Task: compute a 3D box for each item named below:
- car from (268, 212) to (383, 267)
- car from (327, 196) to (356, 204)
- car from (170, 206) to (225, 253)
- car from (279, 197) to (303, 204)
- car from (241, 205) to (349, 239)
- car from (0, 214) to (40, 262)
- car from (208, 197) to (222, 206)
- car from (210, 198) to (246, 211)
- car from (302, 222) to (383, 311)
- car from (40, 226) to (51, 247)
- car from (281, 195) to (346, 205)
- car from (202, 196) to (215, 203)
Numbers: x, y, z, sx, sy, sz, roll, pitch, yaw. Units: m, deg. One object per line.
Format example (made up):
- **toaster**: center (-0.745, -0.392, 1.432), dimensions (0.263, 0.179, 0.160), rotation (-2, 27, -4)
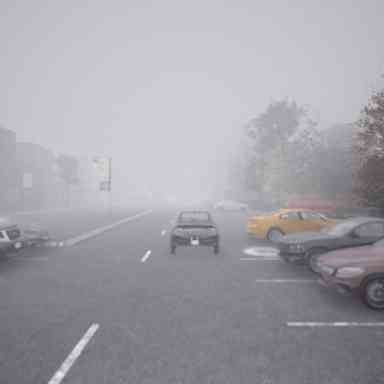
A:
- **car**: center (5.092, 1.501, 9.939), dimensions (5.008, 1.535, 2.097), rotation (0, 0, 0)
- **car**: center (29.863, 1.600, 66.520), dimensions (4.902, 1.511, 2.128), rotation (-1, -3, -1)
- **car**: center (0.106, 1.534, 13.852), dimensions (2.128, 1.511, 4.902), rotation (0, 0, 0)
- **car**: center (19.801, 1.754, 66.408), dimensions (4.181, 1.385, 1.994), rotation (-1, -3, -1)
- **car**: center (5.085, 1.531, 15.507), dimensions (5.008, 1.535, 2.097), rotation (0, 0, 0)
- **car**: center (-7.964, 1.249, 9.953), dimensions (5.566, 2.045, 2.435), rotation (0, 0, 0)
- **car**: center (5.122, 1.813, 47.140), dimensions (5.008, 1.535, 2.097), rotation (0, -1, 0)
- **car**: center (5.112, 1.825, 43.991), dimensions (4.674, 1.452, 2.002), rotation (0, -1, 0)
- **car**: center (5.088, 1.532, 7.152), dimensions (4.674, 1.452, 2.002), rotation (0, 0, 0)
- **car**: center (-7.997, 1.515, 12.753), dimensions (4.892, 1.521, 2.231), rotation (0, 0, 0)
- **car**: center (11.291, 1.281, 30.397), dimensions (5.566, 2.045, 2.150), rotation (-1, -3, -4)
- **car**: center (5.172, 1.969, 78.025), dimensions (4.553, 1.767, 2.185), rotation (0, -1, 0)
